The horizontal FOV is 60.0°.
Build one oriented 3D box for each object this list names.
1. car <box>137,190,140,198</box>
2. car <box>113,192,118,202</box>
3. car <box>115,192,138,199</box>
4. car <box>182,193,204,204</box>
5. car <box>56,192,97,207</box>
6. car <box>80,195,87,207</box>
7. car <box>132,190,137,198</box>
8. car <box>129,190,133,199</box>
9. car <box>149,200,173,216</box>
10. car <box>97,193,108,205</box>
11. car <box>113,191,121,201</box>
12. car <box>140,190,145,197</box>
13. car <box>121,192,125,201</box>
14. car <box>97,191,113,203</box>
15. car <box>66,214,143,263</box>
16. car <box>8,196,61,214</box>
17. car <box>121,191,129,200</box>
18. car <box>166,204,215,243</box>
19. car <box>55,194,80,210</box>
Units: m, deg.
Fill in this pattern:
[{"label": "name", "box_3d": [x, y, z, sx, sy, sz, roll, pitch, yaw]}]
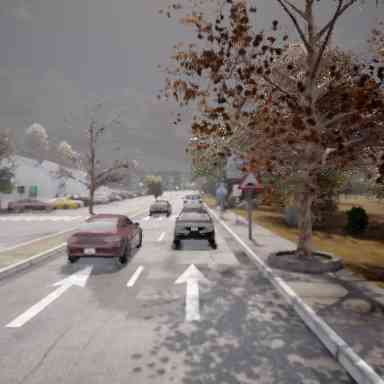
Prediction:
[{"label": "car", "box_3d": [-16.651, 0.896, 83.368, 5.366, 1.575, 1.946, -1, 1, -20]}, {"label": "car", "box_3d": [-16.838, 1.296, 62.299, 4.674, 1.452, 2.002, -1, 0, -20]}, {"label": "car", "box_3d": [-16.997, 0.856, 86.234, 5.366, 1.575, 1.946, -1, 1, -20]}, {"label": "car", "box_3d": [0.094, 1.168, 36.199, 2.150, 2.045, 5.566, 0, 0, 0]}, {"label": "car", "box_3d": [-16.820, 1.152, 47.292, 5.566, 2.045, 2.435, -1, 0, -20]}, {"label": "car", "box_3d": [-16.849, 1.455, 44.274, 4.674, 1.452, 2.002, -1, 0, -20]}, {"label": "car", "box_3d": [-16.806, 0.701, 80.312, 5.566, 2.045, 2.435, -1, 1, -20]}, {"label": "car", "box_3d": [-16.802, 1.032, 77.314, 4.792, 1.488, 2.163, -1, 1, -20]}, {"label": "car", "box_3d": [-2.905, 1.501, 31.609, 2.033, 1.411, 5.357, 0, 0, 0]}, {"label": "car", "box_3d": [-16.668, 1.351, 53.347, 5.366, 1.575, 1.946, -1, 0, -20]}, {"label": "car", "box_3d": [-16.866, 1.084, 65.286, 4.553, 1.767, 2.185, -1, 1, -20]}, {"label": "car", "box_3d": [-16.848, 0.517, 92.281, 5.566, 2.045, 2.435, -1, 1, -20]}, {"label": "car", "box_3d": [-16.835, 1.201, 68.298, 4.674, 1.452, 2.002, -1, 1, -20]}, {"label": "car", "box_3d": [-16.867, 1.077, 56.272, 5.566, 2.045, 2.435, -1, 1, -20]}, {"label": "car", "box_3d": [-2.916, 1.512, 11.771, 1.812, 1.442, 4.674, 0, 0, 0]}, {"label": "car", "box_3d": [-16.823, 1.469, 35.277, 4.792, 1.488, 2.163, -1, 0, -20]}, {"label": "car", "box_3d": [-16.824, 1.110, 71.298, 5.008, 1.535, 2.097, -1, 1, -20]}, {"label": "car", "box_3d": [0.097, 1.527, 15.891, 2.033, 1.411, 5.357, 0, 0, 0]}, {"label": "car", "box_3d": [-17.017, 1.426, 41.201, 5.366, 1.575, 1.946, -1, 0, -20]}]
